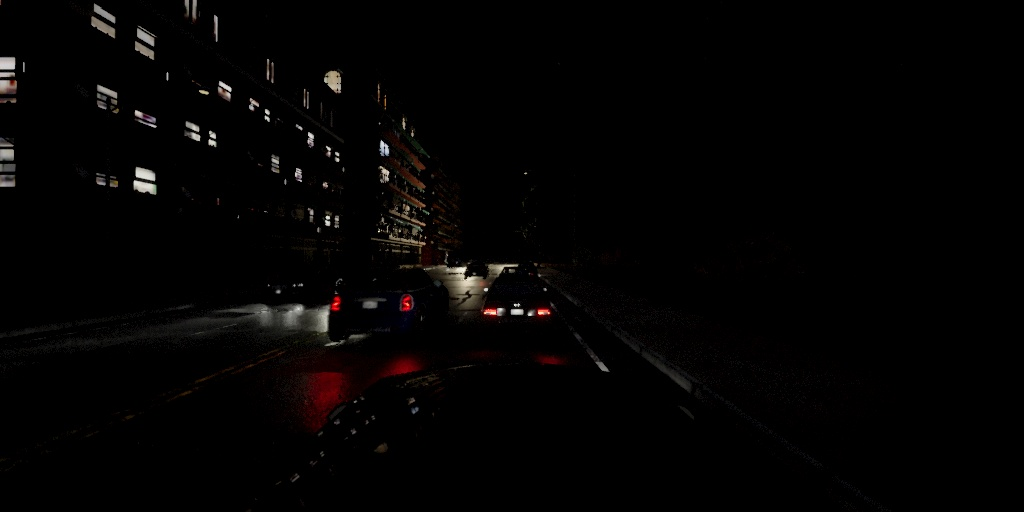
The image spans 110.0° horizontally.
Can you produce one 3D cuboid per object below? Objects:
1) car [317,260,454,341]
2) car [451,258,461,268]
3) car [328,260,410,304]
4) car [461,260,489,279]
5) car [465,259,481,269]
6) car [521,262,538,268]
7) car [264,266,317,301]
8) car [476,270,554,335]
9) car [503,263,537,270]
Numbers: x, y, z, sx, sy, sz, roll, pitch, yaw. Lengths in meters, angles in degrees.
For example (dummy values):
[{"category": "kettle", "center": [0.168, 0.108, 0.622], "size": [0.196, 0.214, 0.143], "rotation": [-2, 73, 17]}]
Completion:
[{"category": "car", "center": [-3.143, 1.105, 10.072], "size": [2.097, 1.767, 4.553], "rotation": [0, 0, 0]}, {"category": "car", "center": [-9.767, 1.103, 60.607], "size": [2.097, 1.767, 4.553], "rotation": [0, 0, 0]}, {"category": "car", "center": [-6.586, 1.104, 17.140], "size": [2.097, 1.767, 4.553], "rotation": [0, 0, 0]}, {"category": "car", "center": [-3.122, 1.279, 32.088], "size": [1.812, 1.442, 4.674], "rotation": [0, 0, 0]}, {"category": "car", "center": [-6.523, 1.299, 60.015], "size": [2.033, 1.411, 5.357], "rotation": [0, 0, 0]}, {"category": "car", "center": [1.165, 1.259, 30.653], "size": [1.837, 1.490, 4.892], "rotation": [0, 0, 0]}, {"category": "car", "center": [-9.835, 1.244, 17.544], "size": [2.128, 1.511, 4.902], "rotation": [0, 0, 0]}, {"category": "car", "center": [0.110, 1.299, 10.525], "size": [2.033, 1.411, 5.357], "rotation": [0, 0, 0]}, {"category": "car", "center": [0.118, 1.300, 20.886], "size": [2.033, 1.411, 5.357], "rotation": [0, 0, 0]}]
